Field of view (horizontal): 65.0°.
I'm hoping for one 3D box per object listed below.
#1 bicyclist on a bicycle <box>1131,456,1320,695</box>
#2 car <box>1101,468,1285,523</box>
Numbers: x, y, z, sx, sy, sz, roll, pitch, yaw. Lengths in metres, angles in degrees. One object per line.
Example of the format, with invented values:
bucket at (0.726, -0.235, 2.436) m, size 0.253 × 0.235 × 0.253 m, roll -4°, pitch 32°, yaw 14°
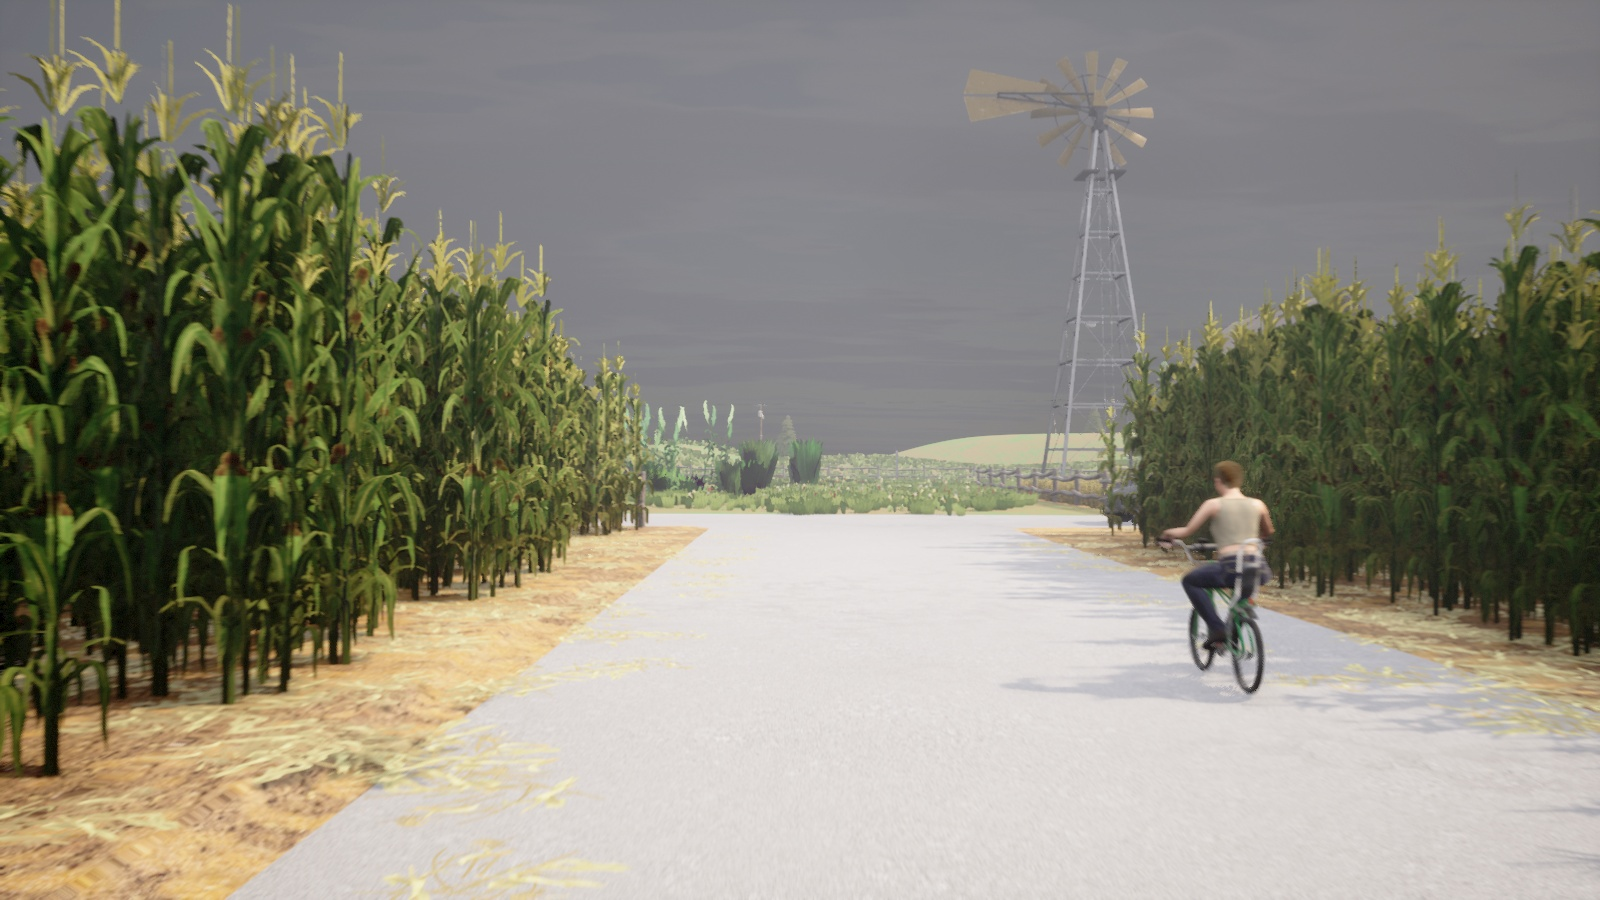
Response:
bicyclist on a bicycle at (3.083, 0.860, 9.265) m, size 0.866 × 1.612 × 1.509 m, roll 0°, pitch -1°, yaw 0°
car at (10.198, 1.168, 32.837) m, size 4.181 × 1.385 × 1.994 m, roll 0°, pitch -1°, yaw 0°
